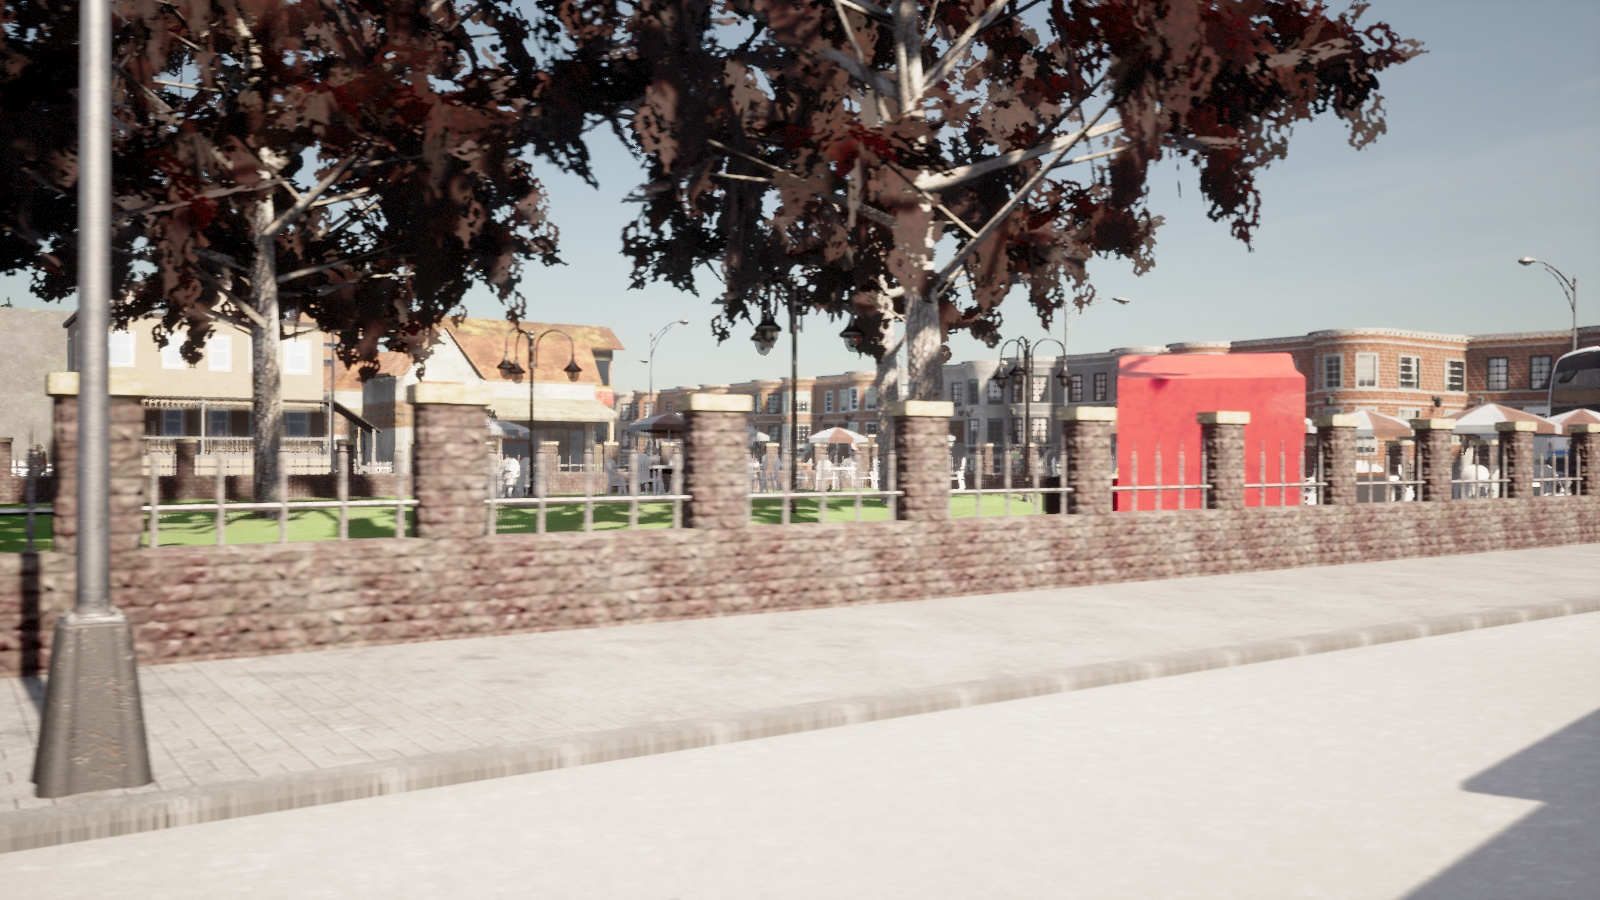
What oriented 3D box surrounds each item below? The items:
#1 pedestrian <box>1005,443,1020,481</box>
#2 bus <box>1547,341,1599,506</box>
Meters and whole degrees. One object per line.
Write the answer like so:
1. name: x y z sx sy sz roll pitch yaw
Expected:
1. pedestrian: 10.876 0.598 64.194 0.423 1.949 0.788 0 0 -19
2. bus: 25.832 -0.645 32.740 10.273 4.253 3.944 0 0 3
